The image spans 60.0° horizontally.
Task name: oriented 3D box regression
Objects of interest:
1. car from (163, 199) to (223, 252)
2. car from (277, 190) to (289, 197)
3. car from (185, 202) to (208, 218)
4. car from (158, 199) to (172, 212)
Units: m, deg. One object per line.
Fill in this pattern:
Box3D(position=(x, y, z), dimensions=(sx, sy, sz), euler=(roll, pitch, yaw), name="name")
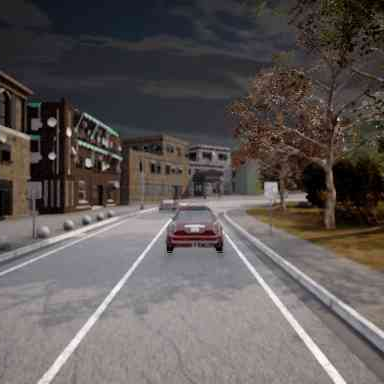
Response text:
Box3D(position=(0.102, 1.358, 13.972), dimensions=(2.097, 1.767, 4.553), euler=(0, 0, 0), name="car")
Box3D(position=(19.325, 0.545, 74.498), dimensions=(5.566, 2.045, 2.150), euler=(-2, 0, -33), name="car")
Box3D(position=(0.508, 1.612, 31.061), dimensions=(1.895, 1.301, 4.718), euler=(0, 0, 4), name="car")
Box3D(position=(-2.600, 1.546, 38.444), dimensions=(1.812, 1.442, 4.674), euler=(0, 0, 6), name="car")
